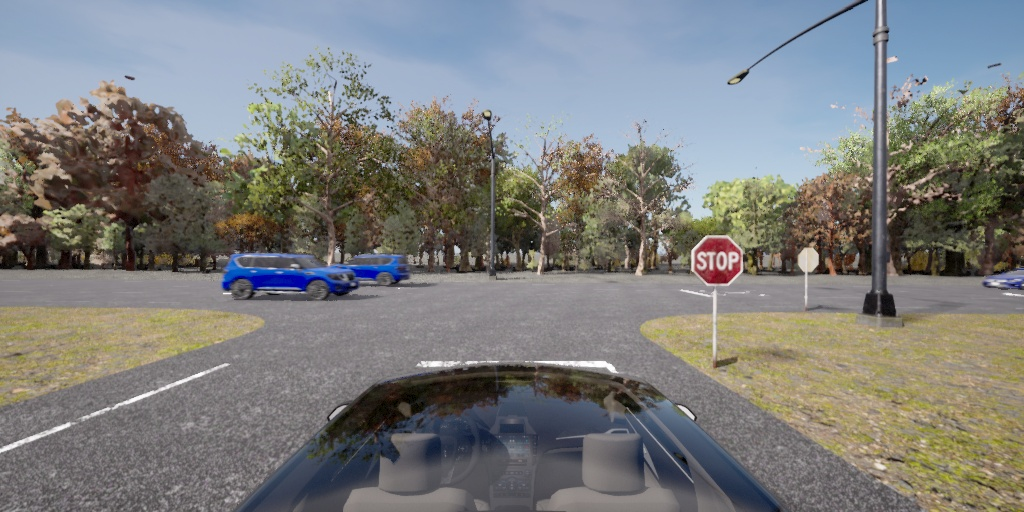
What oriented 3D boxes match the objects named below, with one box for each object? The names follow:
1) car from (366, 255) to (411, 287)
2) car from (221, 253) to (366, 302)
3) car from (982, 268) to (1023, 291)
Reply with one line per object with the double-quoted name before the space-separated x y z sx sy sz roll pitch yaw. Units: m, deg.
"car" -9.433 0.946 23.360 5.566 2.045 2.150 0 0 1
"car" -10.010 0.913 16.359 5.566 2.045 2.150 1 0 1
"car" 33.359 1.500 23.002 4.674 1.442 1.812 -1 0 1
